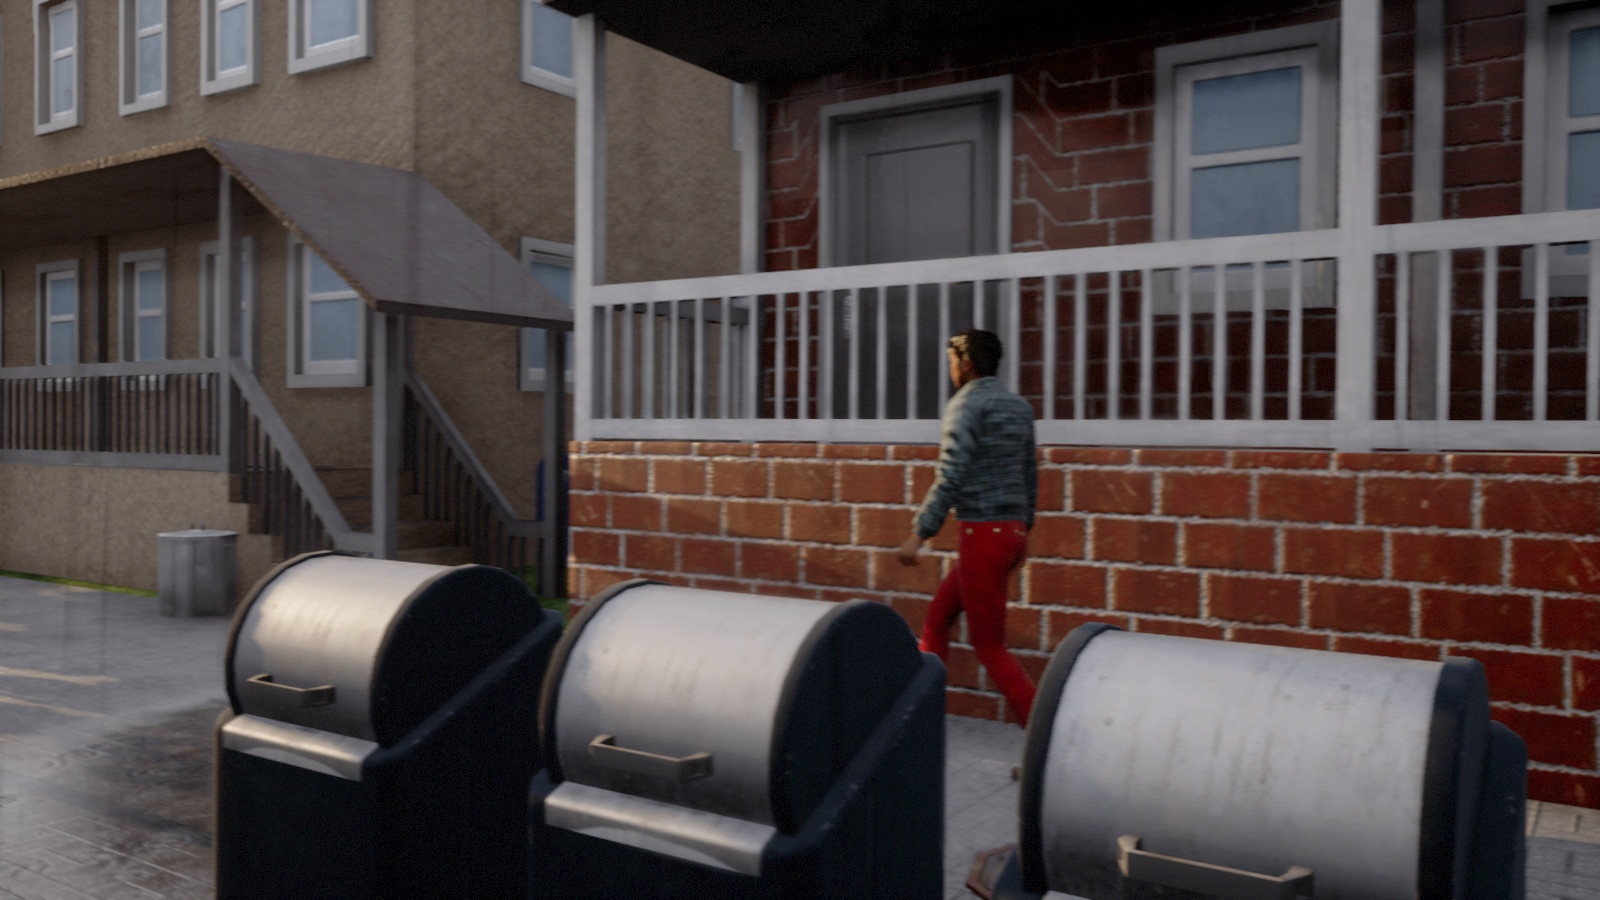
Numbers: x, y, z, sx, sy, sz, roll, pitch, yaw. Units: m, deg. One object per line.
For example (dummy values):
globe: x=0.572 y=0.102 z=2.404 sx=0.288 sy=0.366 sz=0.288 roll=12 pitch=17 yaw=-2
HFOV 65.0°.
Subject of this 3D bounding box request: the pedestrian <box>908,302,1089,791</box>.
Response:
pedestrian: x=0.798 y=0.365 z=5.071 sx=0.614 sy=1.847 sz=0.353 roll=0 pitch=1 yaw=40
